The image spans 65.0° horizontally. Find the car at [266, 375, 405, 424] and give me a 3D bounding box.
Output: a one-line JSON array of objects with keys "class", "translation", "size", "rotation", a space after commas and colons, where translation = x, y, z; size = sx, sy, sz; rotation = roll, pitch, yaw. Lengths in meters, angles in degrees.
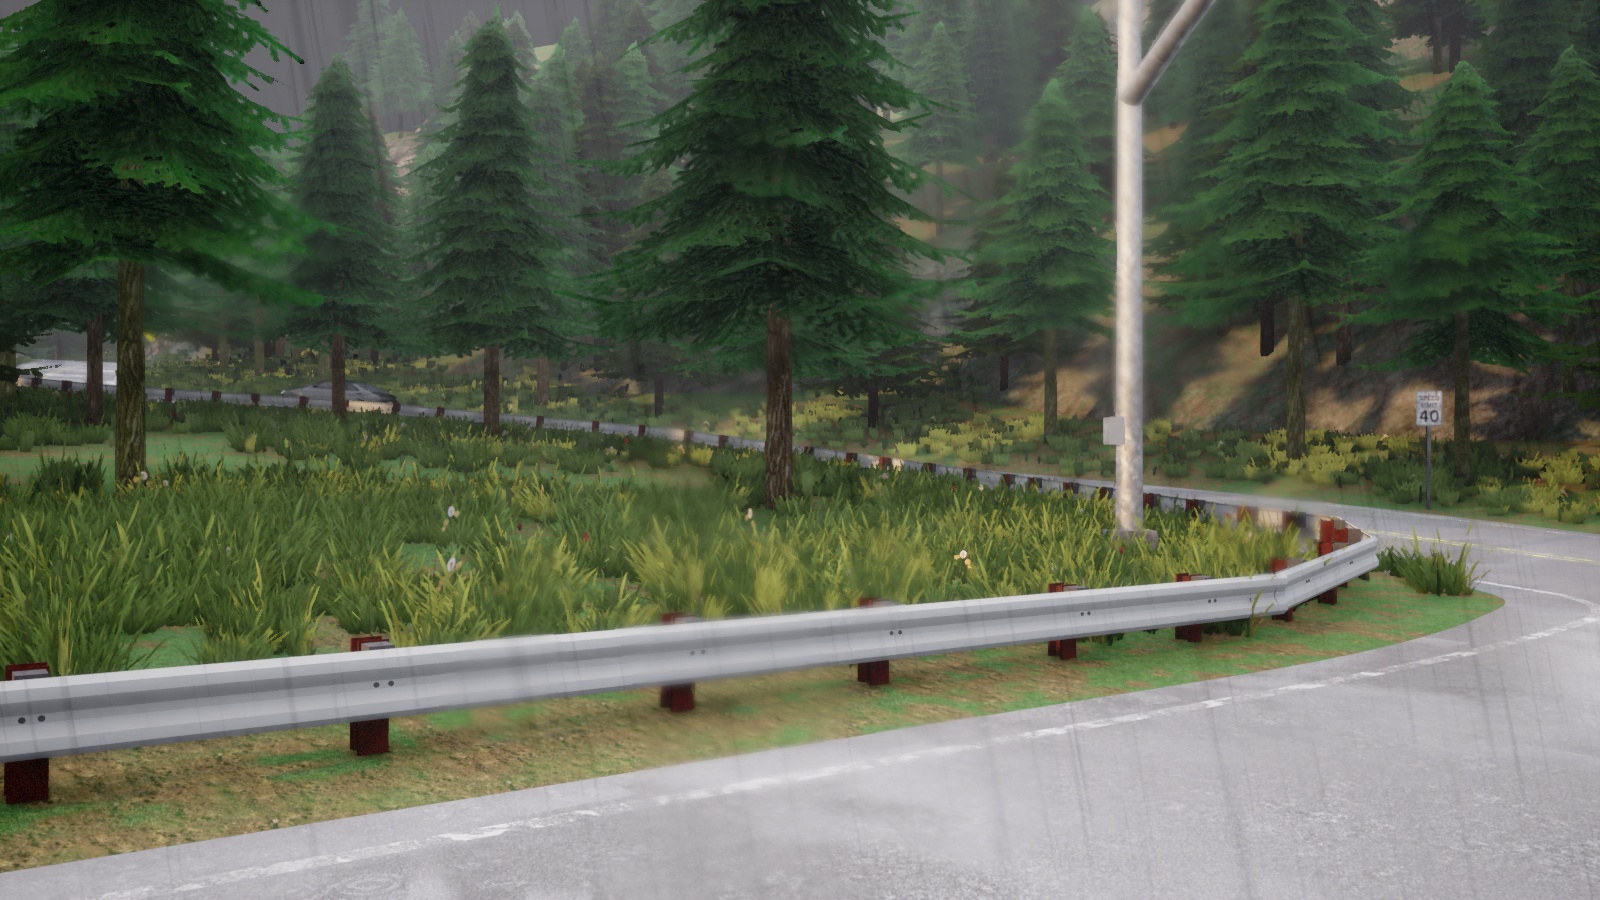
[{"class": "car", "translation": [-16.569, -1.797, 44.870], "size": [4.181, 1.385, 1.994], "rotation": [5, 1, 14]}]
